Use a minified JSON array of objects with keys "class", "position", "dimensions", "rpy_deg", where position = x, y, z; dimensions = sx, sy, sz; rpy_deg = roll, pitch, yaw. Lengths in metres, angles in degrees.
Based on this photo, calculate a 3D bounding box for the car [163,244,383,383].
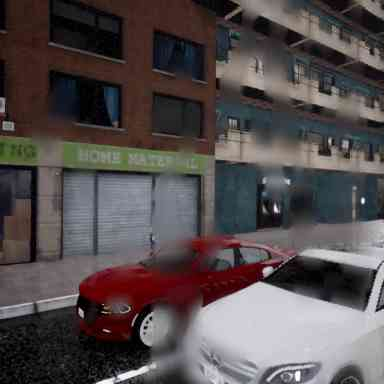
[{"class":"car","position":[2.110,1.526,4.573],"dimensions":[4.674,1.442,1.812],"rpy_deg":[0,0,-35]}]

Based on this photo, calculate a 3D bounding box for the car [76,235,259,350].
[{"class":"car","position":[0.190,1.545,6.224],"dimensions":[4.507,1.381,1.887],"rpy_deg":[0,1,-35]}]
